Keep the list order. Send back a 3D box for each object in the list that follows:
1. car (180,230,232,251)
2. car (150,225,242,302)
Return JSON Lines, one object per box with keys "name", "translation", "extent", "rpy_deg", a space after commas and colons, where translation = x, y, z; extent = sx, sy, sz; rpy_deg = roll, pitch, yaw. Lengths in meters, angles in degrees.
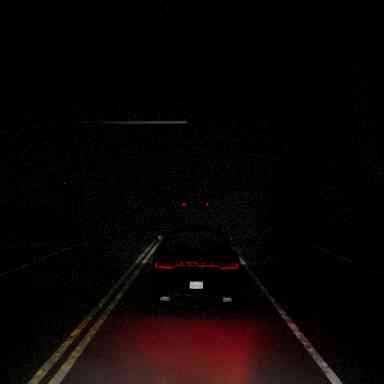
{"name": "car", "translation": [1.207, 4.657, 31.306], "extent": [1.882, 1.535, 5.008], "rpy_deg": [11, -18, -42]}
{"name": "car", "translation": [0.086, 1.594, 8.582], "extent": [1.882, 1.535, 5.008], "rpy_deg": [1, -1, 0]}
